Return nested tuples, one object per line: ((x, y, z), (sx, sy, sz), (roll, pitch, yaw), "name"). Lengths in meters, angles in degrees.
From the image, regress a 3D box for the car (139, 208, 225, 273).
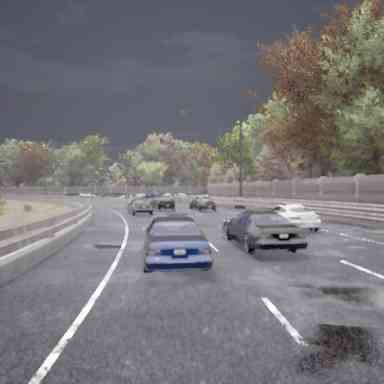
((-0.594, 1.475, 10.493), (2.033, 1.411, 5.357), (0, 0, -7), "car")

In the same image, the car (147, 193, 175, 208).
((-3.312, 1.230, 36.699), (1.882, 1.535, 5.008), (0, 0, -20), "car")

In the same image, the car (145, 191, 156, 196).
((-9.319, 0.715, 77.150), (2.150, 2.045, 5.566), (0, 0, 5), "car")

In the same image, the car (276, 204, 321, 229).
((5.219, 1.376, 18.099), (1.812, 1.442, 4.674), (0, 0, -9), "car")

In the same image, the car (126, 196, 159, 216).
((-4.833, 1.350, 30.506), (2.033, 1.411, 5.357), (0, 0, -18), "car")

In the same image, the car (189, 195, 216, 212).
((1.054, 1.274, 34.766), (1.812, 1.442, 4.674), (0, 0, -18), "car")

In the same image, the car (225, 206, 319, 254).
((2.598, 1.443, 13.139), (2.033, 1.411, 5.357), (0, 0, -8), "car")
